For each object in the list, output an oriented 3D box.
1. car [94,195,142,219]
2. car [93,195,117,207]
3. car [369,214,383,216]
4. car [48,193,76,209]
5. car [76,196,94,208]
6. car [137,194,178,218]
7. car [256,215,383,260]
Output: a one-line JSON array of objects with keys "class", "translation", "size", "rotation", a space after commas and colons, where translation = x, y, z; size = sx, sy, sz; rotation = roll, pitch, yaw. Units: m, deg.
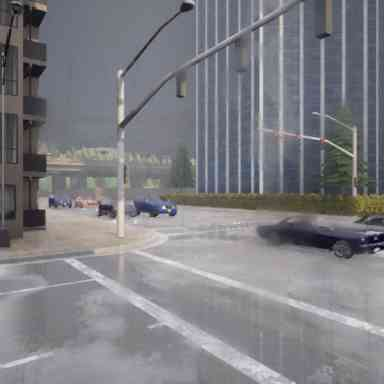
[{"class": "car", "translation": [-6.511, 1.352, 28.892], "size": [2.097, 1.767, 4.553], "rotation": [0, 0, -35]}, {"class": "car", "translation": [-13.390, 1.352, 51.202], "size": [2.097, 1.767, 4.553], "rotation": [0, 0, -36]}, {"class": "car", "translation": [8.404, 1.601, 13.716], "size": [1.895, 1.301, 4.718], "rotation": [0, 0, -35]}, {"class": "car", "translation": [-18.128, 1.207, 45.621], "size": [2.150, 2.045, 5.566], "rotation": [0, 0, -35]}, {"class": "car", "translation": [-15.223, 1.349, 47.570], "size": [2.097, 1.767, 4.553], "rotation": [0, 0, -35]}, {"class": "car", "translation": [-3.524, 1.216, 30.724], "size": [2.150, 2.045, 5.566], "rotation": [0, 1, -35]}, {"class": "car", "translation": [4.799, 1.601, 12.759], "size": [1.895, 1.301, 4.718], "rotation": [0, 0, -35]}]
